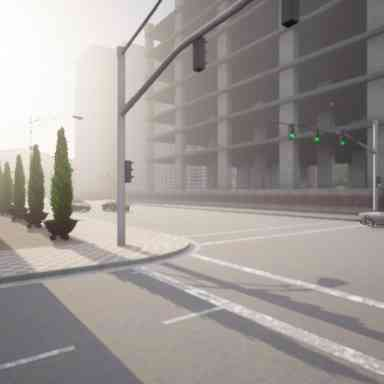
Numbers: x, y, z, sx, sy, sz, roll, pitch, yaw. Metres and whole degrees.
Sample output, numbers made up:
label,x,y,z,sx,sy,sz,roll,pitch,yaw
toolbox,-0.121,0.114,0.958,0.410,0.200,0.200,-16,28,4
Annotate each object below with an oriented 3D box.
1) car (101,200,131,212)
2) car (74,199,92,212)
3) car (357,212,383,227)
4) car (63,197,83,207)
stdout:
label,x,y,z,sx,sy,sz,roll,pitch,yaw
car,-8.774,1.621,38.344,1.895,1.301,4.718,0,0,-35
car,-13.420,1.576,38.875,2.033,1.411,5.357,0,0,-35
car,12.672,1.577,20.151,1.895,1.301,4.718,0,0,-35
car,-19.095,1.580,53.210,1.837,1.490,4.892,0,0,-35
